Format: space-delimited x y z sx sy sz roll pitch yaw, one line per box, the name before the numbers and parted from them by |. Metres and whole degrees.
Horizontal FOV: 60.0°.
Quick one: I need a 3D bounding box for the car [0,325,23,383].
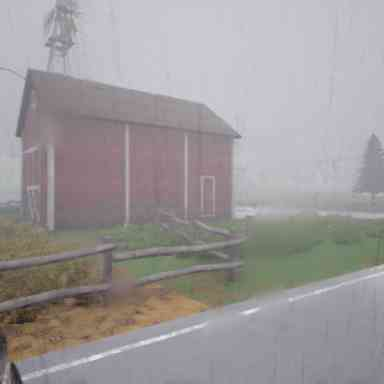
car | -3.337 1.492 1.225 4.902 1.511 2.128 0 0 -35
